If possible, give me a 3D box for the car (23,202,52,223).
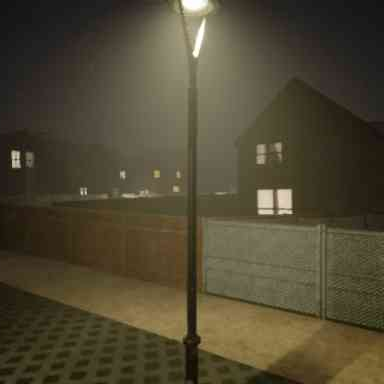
[{"bbox_3d":[-8.052,1.260,21.541,2.033,1.411,5.357,-1,0,35],"label":"car"}]
